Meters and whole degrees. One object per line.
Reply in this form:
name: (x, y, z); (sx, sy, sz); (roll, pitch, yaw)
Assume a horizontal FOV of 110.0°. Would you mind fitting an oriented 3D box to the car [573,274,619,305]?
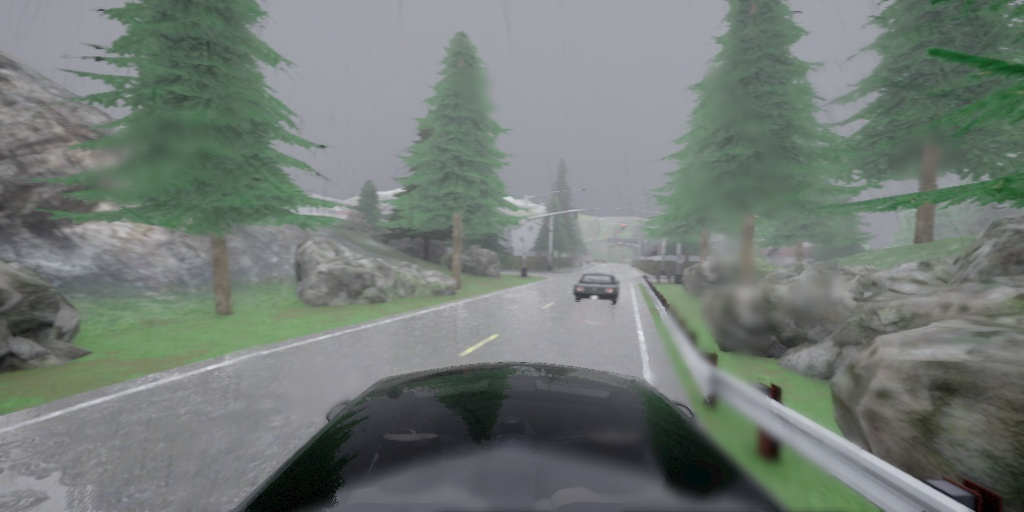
car: (4.220, 1.512, 17.476); (1.895, 1.301, 4.718); (2, 0, 18)
